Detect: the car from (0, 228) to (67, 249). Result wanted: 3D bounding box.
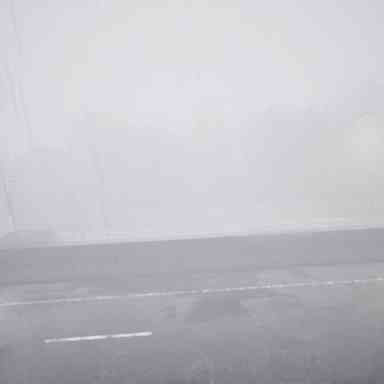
[{"bbox_3d":[-12.980,3.891,25.383,5.566,2.045,2.150,-3,-4,-3],"label":"car"}]
